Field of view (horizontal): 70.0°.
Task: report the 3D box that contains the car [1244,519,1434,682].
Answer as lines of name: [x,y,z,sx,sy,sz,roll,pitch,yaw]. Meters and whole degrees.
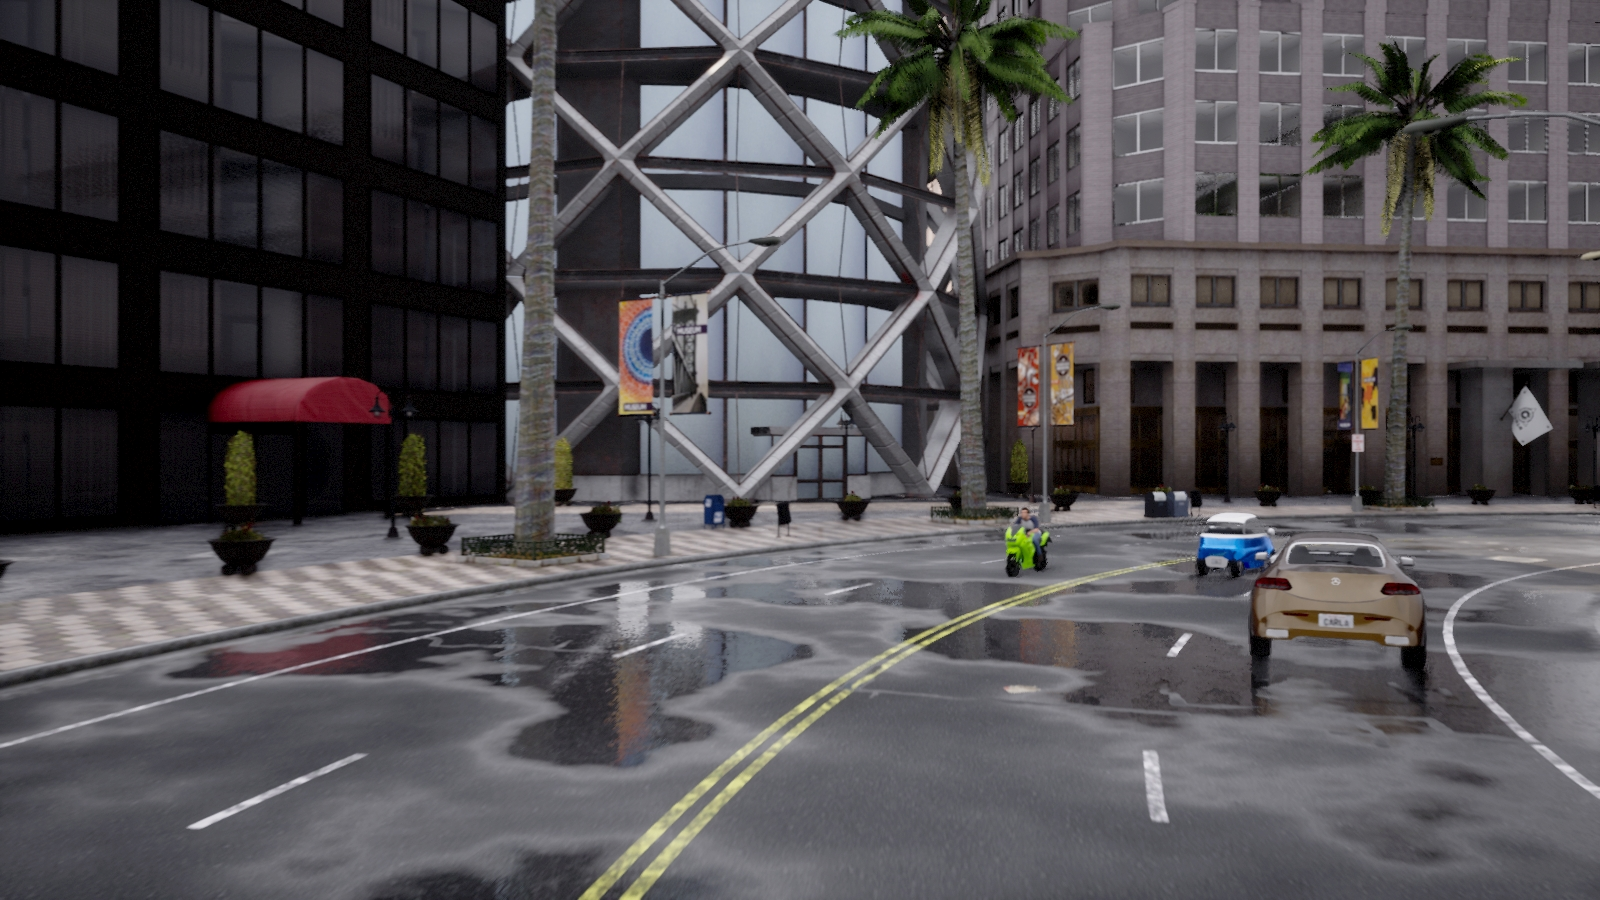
car: [7.738,1.994,16.584,2.152,1.651,5.027,0,0,24]

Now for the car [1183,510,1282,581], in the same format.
car: [9.810,2.123,25.885,1.481,1.376,2.207,0,0,39]

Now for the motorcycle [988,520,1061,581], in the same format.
motorcycle: [5.022,2.214,25.477,0.803,1.145,2.033,1,0,36]
